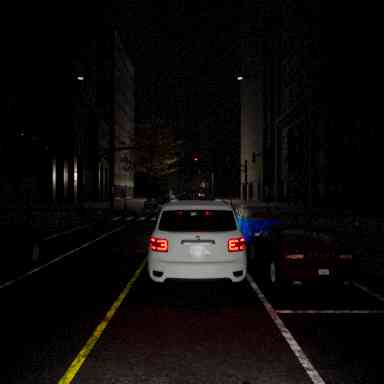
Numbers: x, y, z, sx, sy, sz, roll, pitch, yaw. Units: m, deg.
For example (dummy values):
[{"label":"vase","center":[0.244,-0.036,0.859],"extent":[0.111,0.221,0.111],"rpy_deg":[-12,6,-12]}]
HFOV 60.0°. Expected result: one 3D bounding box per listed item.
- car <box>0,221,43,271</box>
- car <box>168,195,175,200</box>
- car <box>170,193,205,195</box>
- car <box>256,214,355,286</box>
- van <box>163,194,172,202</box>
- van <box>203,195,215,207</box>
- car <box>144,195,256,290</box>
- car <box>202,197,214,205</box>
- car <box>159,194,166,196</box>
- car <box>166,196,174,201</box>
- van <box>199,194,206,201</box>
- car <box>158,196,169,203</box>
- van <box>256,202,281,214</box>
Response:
[{"label":"car","center":[-5.784,1.546,9.237],"extent":[1.887,1.381,4.507],"rpy_deg":[0,0,0]},{"label":"car","center":[-5.835,1.613,94.763],"extent":[1.752,1.417,4.829],"rpy_deg":[0,0,0]},{"label":"car","center":[0.084,1.227,19.559],"extent":[2.150,2.045,5.566],"rpy_deg":[0,0,0]},{"label":"car","center":[2.771,1.546,9.225],"extent":[1.887,1.381,4.507],"rpy_deg":[0,0,0]},{"label":"van","center":[-5.822,1.404,79.066],"extent":[1.690,1.788,3.998],"rpy_deg":[0,0,0]},{"label":"van","center":[2.724,1.371,52.735],"extent":[1.690,1.788,3.998],"rpy_deg":[0,0,0]},{"label":"car","center":[0.102,1.223,9.198],"extent":[2.150,2.045,5.566],"rpy_deg":[0,0,0]},{"label":"car","center":[2.719,1.601,58.148],"extent":[1.947,1.339,4.313],"rpy_deg":[0,0,0]},{"label":"car","center":[-5.806,1.580,57.910],"extent":[1.887,1.381,4.507],"rpy_deg":[0,0,0]},{"label":"car","center":[-5.831,1.645,89.643],"extent":[1.947,1.339,4.313],"rpy_deg":[0,0,0]},{"label":"van","center":[2.699,1.413,85.214],"extent":[1.690,1.788,3.998],"rpy_deg":[0,0,0]},{"label":"car","center":[-5.814,1.598,68.488],"extent":[2.008,1.369,4.403],"rpy_deg":[0,0,0]},{"label":"van","center":[2.768,1.344,14.750],"extent":[1.690,1.788,3.998],"rpy_deg":[0,0,0]}]
